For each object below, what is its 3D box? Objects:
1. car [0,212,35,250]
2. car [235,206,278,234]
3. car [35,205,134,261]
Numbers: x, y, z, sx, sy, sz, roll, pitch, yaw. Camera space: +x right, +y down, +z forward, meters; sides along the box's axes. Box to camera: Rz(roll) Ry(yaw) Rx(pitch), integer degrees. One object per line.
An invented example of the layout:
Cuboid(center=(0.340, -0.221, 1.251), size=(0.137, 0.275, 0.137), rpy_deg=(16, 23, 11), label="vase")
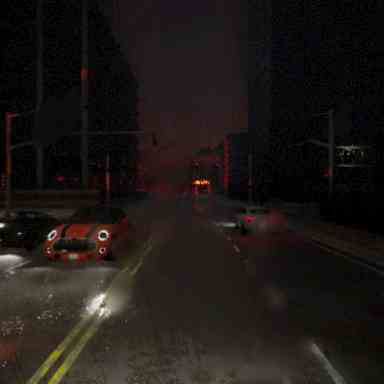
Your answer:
Cuboid(center=(-7.001, 1.540, 13.954), size=(1.994, 1.385, 4.181), rpy_deg=(0, 0, 0), label="car")
Cuboid(center=(3.521, 1.494, 18.748), size=(1.812, 1.442, 4.674), rpy_deg=(0, 0, 1), label="car")
Cuboid(center=(-3.519, 1.332, 12.154), size=(2.097, 1.767, 4.553), rpy_deg=(0, 0, 0), label="car")
